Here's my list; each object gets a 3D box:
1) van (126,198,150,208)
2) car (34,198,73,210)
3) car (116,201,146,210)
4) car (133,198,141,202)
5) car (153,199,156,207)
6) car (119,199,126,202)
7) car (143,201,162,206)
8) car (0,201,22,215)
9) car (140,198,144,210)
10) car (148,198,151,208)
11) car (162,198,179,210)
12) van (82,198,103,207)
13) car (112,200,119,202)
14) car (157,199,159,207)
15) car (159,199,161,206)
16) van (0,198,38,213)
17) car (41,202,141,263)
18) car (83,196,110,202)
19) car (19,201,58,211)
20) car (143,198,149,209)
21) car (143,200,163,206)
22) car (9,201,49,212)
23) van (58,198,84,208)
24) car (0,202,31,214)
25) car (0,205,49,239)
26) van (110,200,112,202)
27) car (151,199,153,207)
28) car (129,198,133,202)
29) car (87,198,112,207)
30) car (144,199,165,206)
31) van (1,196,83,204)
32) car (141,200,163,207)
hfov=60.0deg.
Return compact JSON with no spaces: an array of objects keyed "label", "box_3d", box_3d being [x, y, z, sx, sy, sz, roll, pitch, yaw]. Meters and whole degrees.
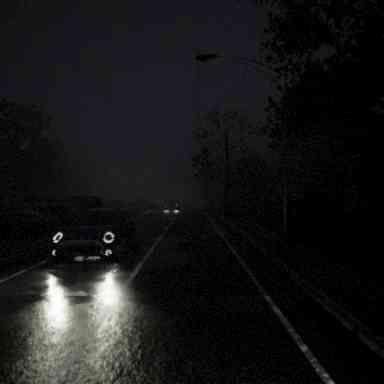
[{"label":"van","box_3d":[-10.395,2.178,64.504,4.442,1.987,1.878,0,-1,0]},{"label":"car","box_3d":[-23.337,1.979,56.280,5.566,2.045,2.435,0,-1,0]},{"label":"car","box_3d":[-10.256,2.257,56.172,4.792,1.488,2.163,0,-1,0]},{"label":"car","box_3d":[-10.109,1.989,45.071,5.366,1.575,1.946,0,-1,0]},{"label":"car","box_3d":[-10.306,2.492,67.275,4.792,1.488,2.163,0,-1,0]},{"label":"car","box_3d":[-10.295,1.815,36.744,5.008,1.535,2.097,0,-1,0]},{"label":"car","box_3d":[-10.267,2.985,86.690,4.892,1.521,2.231,0,-2,0]},{"label":"car","box_3d":[-23.373,1.877,39.656,5.008,1.535,2.097,0,-1,0]},{"label":"car","box_3d":[-10.296,2.111,50.622,4.892,1.521,2.231,0,-1,0]},{"label":"car","box_3d":[-10.254,2.316,58.948,4.792,1.488,2.163,0,-1,0]},{"label":"car","box_3d":[-3.327,2.060,55.265,2.097,1.767,4.553,0,-1,0]},{"label":"van","box_3d":[-23.464,2.510,78.303,4.442,1.987,1.878,0,-2,0]},{"label":"car","box_3d":[-10.306,1.796,33.968,4.674,1.452,2.002,0,-1,0]},{"label":"car","box_3d":[-10.266,2.590,72.827,4.892,1.521,2.231,0,-2,0]},{"label":"car","box_3d":[-10.455,2.657,75.594,5.366,1.575,1.946,0,-2,0]},{"label":"van","box_3d":[-23.491,1.766,45.075,4.442,1.987,1.878,0,-1,0]},{"label":"car","box_3d":[-3.347,1.406,12.119,2.097,1.767,4.553,0,0,0]},{"label":"car","box_3d":[-10.336,1.387,28.423,5.566,2.045,2.435,0,-1,0]},{"label":"car","box_3d":[-23.364,2.112,50.734,5.008,1.535,2.097,0,-1,0]},{"label":"car","box_3d":[-10.102,2.165,53.397,5.366,1.575,1.946,0,-1,0]},{"label":"car","box_3d":[-10.444,3.064,89.466,5.366,1.575,1.946,0,-2,0]},{"label":"car","box_3d":[-23.374,2.091,47.839,4.674,1.452,2.002,0,-1,0]},{"label":"van","box_3d":[-23.475,2.180,64.588,4.442,1.987,1.878,0,-1,0]},{"label":"car","box_3d":[-23.374,1.976,42.426,4.674,1.452,2.002,0,-1,0]},{"label":"car","box_3d":[-10.286,1.596,17.331,4.792,1.488,2.163,0,0,0]},{"label":"van","box_3d":[-10.188,1.472,31.198,4.442,1.987,1.878,0,-1,0]},{"label":"car","box_3d":[-10.252,2.374,61.723,4.792,1.488,2.163,0,-1,0]},{"label":"car","box_3d":[-10.265,1.807,42.298,4.553,1.767,2.185,0,-1,0]},{"label":"car","box_3d":[-23.372,2.651,83.965,5.566,2.045,2.435,0,-2,0]},{"label":"car","box_3d":[-10.285,2.899,92.248,5.566,2.045,2.435,0,-2,0]},{"label":"van","box_3d":[-10.195,1.369,22.886,4.442,1.987,1.878,0,0,0]},{"label":"car","box_3d":[-10.078,2.898,83.916,5.366,1.575,1.946,0,-2,0]}]
